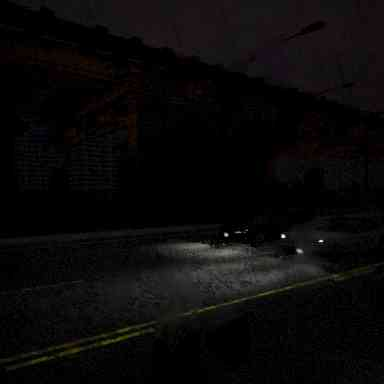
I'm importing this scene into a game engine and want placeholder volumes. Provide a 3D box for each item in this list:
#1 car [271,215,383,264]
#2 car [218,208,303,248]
[{"bbox_3d":[5.287,1.601,12.036,4.718,1.301,1.895,0,0,-35],"label":"car"},{"bbox_3d":[3.376,1.505,14.972,4.892,1.490,1.837,0,0,-35],"label":"car"}]
